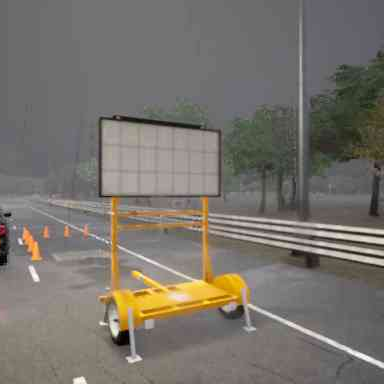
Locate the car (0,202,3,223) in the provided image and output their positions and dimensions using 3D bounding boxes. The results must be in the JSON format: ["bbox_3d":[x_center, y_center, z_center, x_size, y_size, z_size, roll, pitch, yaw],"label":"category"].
[{"bbox_3d":[-16.758,1.643,27.350,2.128,1.511,4.902,0,0,-30],"label":"car"}]

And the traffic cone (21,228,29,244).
[{"bbox_3d":[-7.389,2.038,14.963,0.340,0.580,0.340,0,0,-30],"label":"traffic cone"}]

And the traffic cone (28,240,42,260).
[{"bbox_3d":[-5.388,2.019,11.500,0.340,0.580,0.340,0,0,-30],"label":"traffic cone"}]

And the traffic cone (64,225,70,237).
[{"bbox_3d":[-6.658,2.050,17.695,0.340,0.580,0.340,0,0,-30],"label":"traffic cone"}]

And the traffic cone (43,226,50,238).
[{"bbox_3d":[-7.524,2.049,17.195,0.340,0.580,0.340,0,0,-30],"label":"traffic cone"}]

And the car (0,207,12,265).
[{"bbox_3d":[-7.555,1.288,11.429,2.150,2.045,5.566,0,0,-30],"label":"car"}]

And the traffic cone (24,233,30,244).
[{"bbox_3d":[-6.389,2.029,13.231,0.340,0.580,0.340,0,0,-30],"label":"traffic cone"}]

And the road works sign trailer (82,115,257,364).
[{"bbox_3d":[-0.600,0.496,6.190,2.380,3.560,2.880,0,0,-30],"label":"road works sign trailer"}]
